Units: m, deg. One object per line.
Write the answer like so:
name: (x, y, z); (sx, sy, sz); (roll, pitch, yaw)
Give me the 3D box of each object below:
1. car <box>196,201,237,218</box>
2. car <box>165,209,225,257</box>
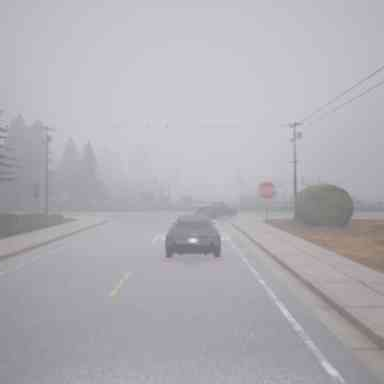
car: (2.045, 1.515, 28.075); (1.812, 1.442, 4.674); (-1, 0, 34)
car: (0.050, 1.564, 12.950); (1.994, 1.385, 4.181); (0, 0, 0)
